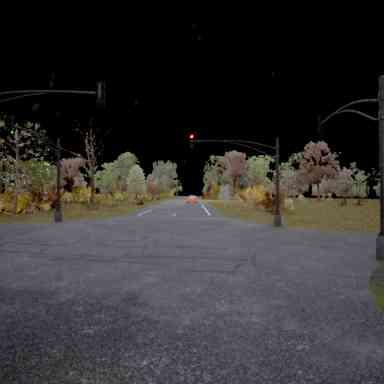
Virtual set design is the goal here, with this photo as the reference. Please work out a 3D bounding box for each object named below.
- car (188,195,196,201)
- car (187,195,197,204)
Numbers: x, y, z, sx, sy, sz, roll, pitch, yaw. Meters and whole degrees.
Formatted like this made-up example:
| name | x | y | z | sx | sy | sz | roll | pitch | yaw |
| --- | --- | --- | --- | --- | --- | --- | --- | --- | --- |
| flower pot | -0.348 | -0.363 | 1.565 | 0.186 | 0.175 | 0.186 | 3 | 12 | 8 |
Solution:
| name | x | y | z | sx | sy | sz | roll | pitch | yaw |
| --- | --- | --- | --- | --- | --- | --- | --- | --- | --- |
| car | 0.021 | 1.447 | 78.042 | 1.812 | 1.442 | 4.674 | 0 | 0 | 0 |
| car | 0.019 | 1.421 | 68.007 | 2.097 | 1.767 | 4.553 | 0 | 0 | 0 |
